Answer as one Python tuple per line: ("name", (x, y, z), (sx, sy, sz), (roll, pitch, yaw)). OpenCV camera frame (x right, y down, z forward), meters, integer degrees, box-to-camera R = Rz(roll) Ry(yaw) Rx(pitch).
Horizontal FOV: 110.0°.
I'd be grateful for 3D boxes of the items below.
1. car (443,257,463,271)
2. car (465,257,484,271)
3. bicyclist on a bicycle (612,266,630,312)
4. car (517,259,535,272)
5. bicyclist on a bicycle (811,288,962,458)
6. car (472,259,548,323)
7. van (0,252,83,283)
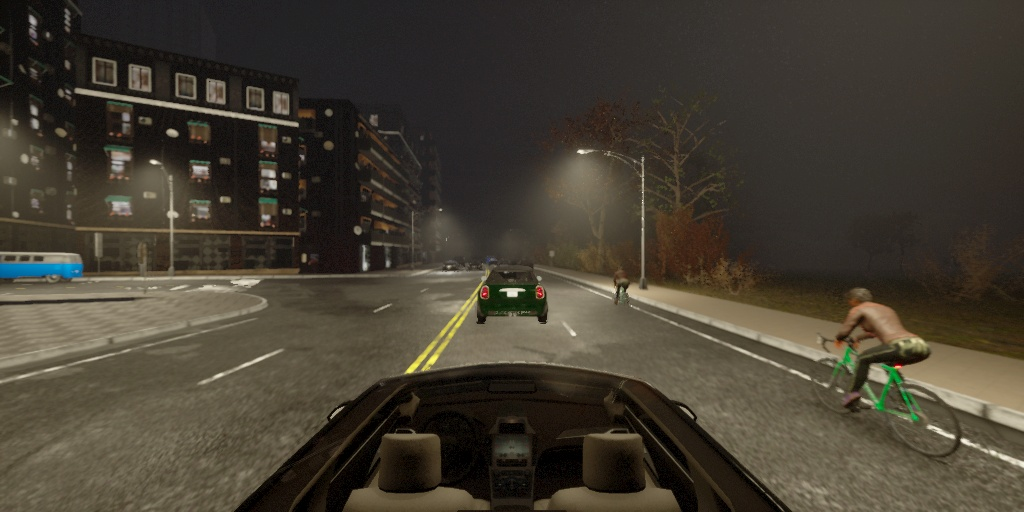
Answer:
("car", (-8.257, 1.267, 48.606), (2.128, 1.511, 4.902), (0, 0, -4))
("car", (-5.006, 1.277, 48.689), (1.837, 1.490, 4.892), (0, -1, -4))
("bicyclist on a bicycle", (4.016, 1.205, 13.199), (0.582, 1.620, 1.656), (0, 0, -1))
("car", (1.780, 1.240, 47.170), (1.882, 1.535, 5.008), (0, 0, -4))
("bicyclist on a bicycle", (4.119, 1.201, 4.111), (0.582, 1.620, 1.656), (0, 0, 0))
("car", (-0.017, 1.107, 12.294), (2.097, 1.767, 4.553), (0, 0, -1))
("van", (-27.991, 0.674, 20.809), (3.998, 1.789, 1.690), (0, 0, -30))
